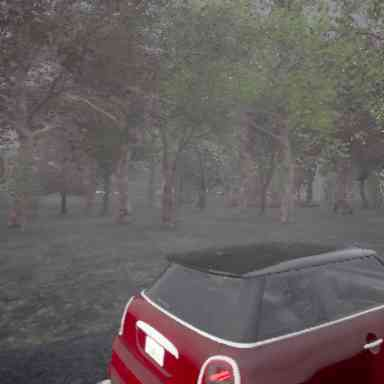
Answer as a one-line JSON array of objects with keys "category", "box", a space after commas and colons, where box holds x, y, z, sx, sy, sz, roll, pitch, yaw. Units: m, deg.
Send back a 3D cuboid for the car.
[{"category": "car", "box": [1.462, 1.366, 3.975, 4.553, 1.767, 2.097, 0, 0, -33]}]
